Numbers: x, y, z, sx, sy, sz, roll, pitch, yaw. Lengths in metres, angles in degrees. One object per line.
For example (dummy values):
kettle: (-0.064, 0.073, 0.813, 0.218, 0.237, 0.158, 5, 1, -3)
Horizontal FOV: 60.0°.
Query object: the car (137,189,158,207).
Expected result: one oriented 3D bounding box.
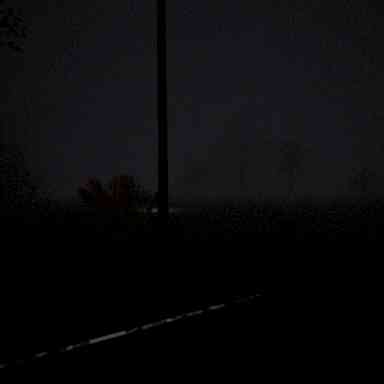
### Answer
car: (-5.748, 0.694, 38.134, 2.150, 2.045, 5.566, -2, 2, -35)
